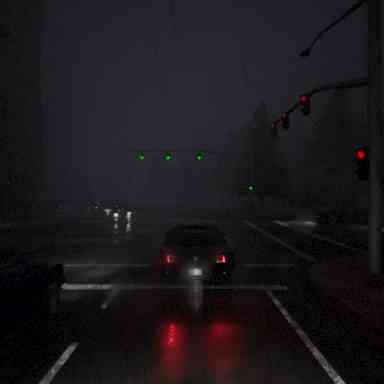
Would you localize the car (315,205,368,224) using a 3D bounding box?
[{"bbox_3d":[11.722,1.726,25.690,4.181,1.385,1.994,0,0,1],"label":"car"}]

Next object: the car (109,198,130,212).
[{"bbox_3d":[-8.893,1.699,41.664,1.812,1.442,4.674,0,0,-18],"label":"car"}]

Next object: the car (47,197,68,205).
[{"bbox_3d":[-25.999,1.792,64.080,4.674,1.442,1.812,0,0,31],"label":"car"}]

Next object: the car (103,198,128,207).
[{"bbox_3d":[-13.369,1.788,57.831,2.033,1.411,5.357,0,0,-40],"label":"car"}]

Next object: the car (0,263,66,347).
[{"bbox_3d":[-3.440,1.620,4.554,1.895,1.301,4.718,0,0,0],"label":"car"}]

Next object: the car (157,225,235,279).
[{"bbox_3d":[0.098,1.662,10.175,1.895,1.301,4.718,0,-1,0],"label":"car"}]

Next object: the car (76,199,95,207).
[{"bbox_3d":[-18.201,1.841,57.582,1.895,1.301,4.718,0,0,-44],"label":"car"}]

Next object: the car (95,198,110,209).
[{"bbox_3d":[-12.551,1.686,50.044,1.882,1.535,5.008,0,0,-31],"label":"car"}]
